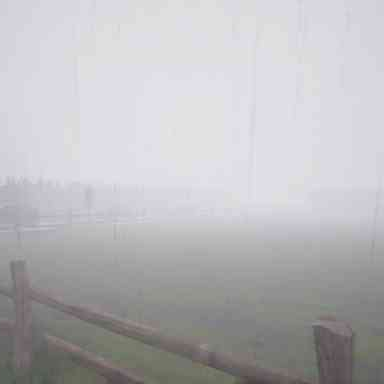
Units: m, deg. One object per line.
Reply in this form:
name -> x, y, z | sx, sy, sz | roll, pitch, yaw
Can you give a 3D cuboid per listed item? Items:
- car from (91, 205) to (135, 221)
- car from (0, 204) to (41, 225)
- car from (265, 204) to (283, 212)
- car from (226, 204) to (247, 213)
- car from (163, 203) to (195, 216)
car -> -7.922, 2.079, 33.548 | 2.128, 1.511, 4.902 | -1, -2, 36
car -> -13.959, 1.699, 25.127 | 2.097, 1.767, 4.553 | -1, -2, 35
car -> 14.805, 2.828, 59.888 | 1.882, 1.535, 5.008 | -1, -2, 36
car -> 7.475, 2.750, 54.626 | 1.812, 1.442, 4.674 | -1, -2, 36
car -> -1.635, 2.186, 42.206 | 2.097, 1.767, 4.553 | -1, -2, 36
